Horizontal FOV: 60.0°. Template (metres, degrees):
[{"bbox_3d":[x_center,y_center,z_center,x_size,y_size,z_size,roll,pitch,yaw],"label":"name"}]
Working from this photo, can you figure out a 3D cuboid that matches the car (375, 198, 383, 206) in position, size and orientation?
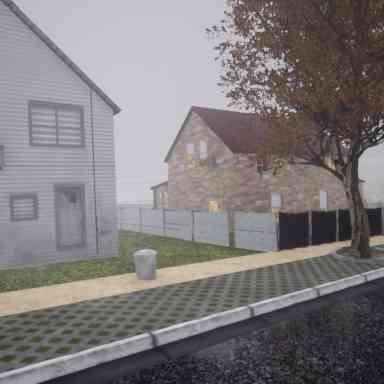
[{"bbox_3d":[35.280,1.780,60.037,1.895,1.301,4.718,-2,0,0],"label":"car"}]

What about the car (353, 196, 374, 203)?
[{"bbox_3d":[38.553,1.608,74.934,2.128,1.511,4.902,-2,0,0],"label":"car"}]

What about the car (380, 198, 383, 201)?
[{"bbox_3d":[28.462,1.805,45.721,1.837,1.490,4.892,-2,0,1],"label":"car"}]

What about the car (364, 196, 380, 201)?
[{"bbox_3d":[31.941,1.797,61.642,2.128,1.511,4.902,-2,-1,1],"label":"car"}]

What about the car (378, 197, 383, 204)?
[{"bbox_3d":[38.469,1.656,64.920,1.994,1.385,4.181,-2,0,0],"label":"car"}]
